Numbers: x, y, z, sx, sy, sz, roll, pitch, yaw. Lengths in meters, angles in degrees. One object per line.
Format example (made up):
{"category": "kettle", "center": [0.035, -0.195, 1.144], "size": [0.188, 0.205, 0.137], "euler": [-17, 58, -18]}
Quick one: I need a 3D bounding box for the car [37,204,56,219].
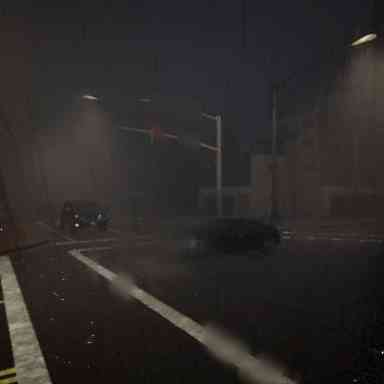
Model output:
{"category": "car", "center": [-15.926, 2.151, 36.688], "size": [1.837, 1.490, 4.892], "euler": [0, -1, -31]}

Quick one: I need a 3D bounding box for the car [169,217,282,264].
{"category": "car", "center": [1.373, 1.699, 12.670], "size": [4.674, 1.442, 1.812], "euler": [0, -1, -32]}

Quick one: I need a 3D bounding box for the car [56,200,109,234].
{"category": "car", "center": [-7.431, 1.589, 22.573], "size": [2.150, 2.045, 5.566], "euler": [0, -1, -31]}
